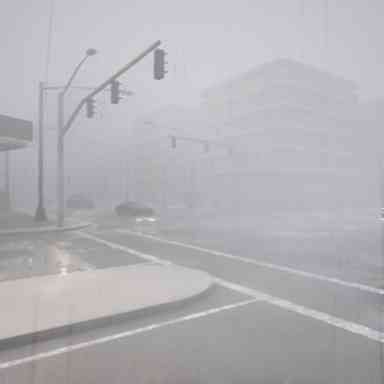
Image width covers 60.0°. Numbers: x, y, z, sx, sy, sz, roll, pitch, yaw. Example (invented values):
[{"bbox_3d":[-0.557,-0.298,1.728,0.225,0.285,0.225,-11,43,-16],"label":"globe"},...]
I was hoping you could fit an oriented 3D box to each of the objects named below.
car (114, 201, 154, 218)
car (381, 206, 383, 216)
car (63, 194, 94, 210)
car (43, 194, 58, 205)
[{"bbox_3d":[-5.642,1.615,31.951,2.033,1.411,5.357,0,0,-36],"label":"car"},{"bbox_3d":[20.599,1.524,32.784,4.553,1.767,2.097,0,0,-35],"label":"car"},{"bbox_3d":[-15.138,1.288,44.836,2.150,2.045,5.566,0,0,-36],"label":"car"},{"bbox_3d":[-26.323,1.608,60.153,1.812,1.442,4.674,0,0,-36],"label":"car"}]
